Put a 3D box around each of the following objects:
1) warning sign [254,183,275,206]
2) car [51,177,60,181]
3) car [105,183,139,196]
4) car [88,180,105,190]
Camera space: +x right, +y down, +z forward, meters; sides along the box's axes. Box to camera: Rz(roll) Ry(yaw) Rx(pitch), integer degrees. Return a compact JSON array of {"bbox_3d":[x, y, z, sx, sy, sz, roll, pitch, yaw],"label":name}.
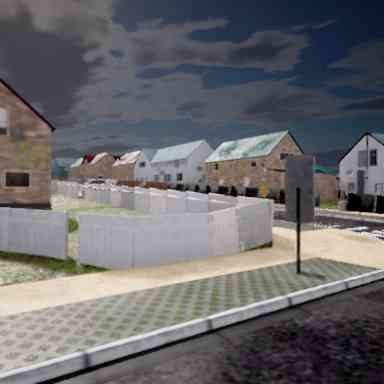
[{"bbox_3d":[6.080,0.204,28.048,1.300,1.860,1.060,-3,2,-35],"label":"warning sign"},{"bbox_3d":[-35.099,-2.936,84.602,2.097,1.767,4.553,-3,4,-35],"label":"car"},{"bbox_3d":[-7.925,-0.191,38.894,2.033,1.411,5.357,0,3,-35],"label":"car"},{"bbox_3d":[-15.552,-1.204,54.850,2.097,1.767,4.553,0,3,-35],"label":"car"}]
